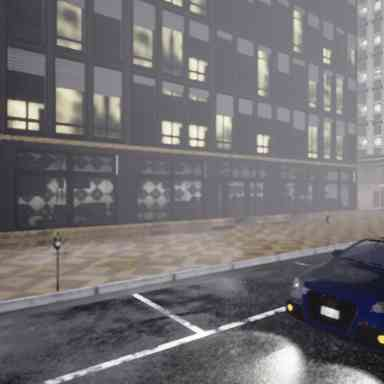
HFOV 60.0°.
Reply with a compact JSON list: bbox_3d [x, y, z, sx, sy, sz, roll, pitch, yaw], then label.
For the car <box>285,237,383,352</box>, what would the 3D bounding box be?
[{"bbox_3d":[3.611,1.547,5.944,4.181,1.385,1.994,0,0,-35],"label":"car"}]
